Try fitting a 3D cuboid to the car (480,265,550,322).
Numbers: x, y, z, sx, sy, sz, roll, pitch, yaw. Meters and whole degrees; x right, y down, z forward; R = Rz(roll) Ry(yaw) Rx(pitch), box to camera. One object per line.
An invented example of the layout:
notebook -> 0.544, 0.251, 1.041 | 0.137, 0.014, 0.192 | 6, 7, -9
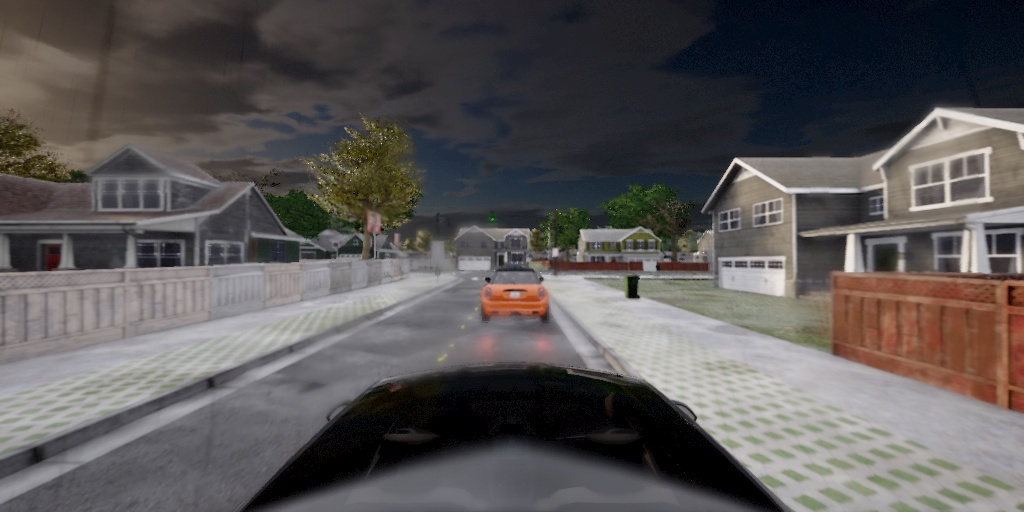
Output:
car -> 0.098, 1.147, 12.568 | 2.097, 1.767, 4.553 | 0, 0, 0
